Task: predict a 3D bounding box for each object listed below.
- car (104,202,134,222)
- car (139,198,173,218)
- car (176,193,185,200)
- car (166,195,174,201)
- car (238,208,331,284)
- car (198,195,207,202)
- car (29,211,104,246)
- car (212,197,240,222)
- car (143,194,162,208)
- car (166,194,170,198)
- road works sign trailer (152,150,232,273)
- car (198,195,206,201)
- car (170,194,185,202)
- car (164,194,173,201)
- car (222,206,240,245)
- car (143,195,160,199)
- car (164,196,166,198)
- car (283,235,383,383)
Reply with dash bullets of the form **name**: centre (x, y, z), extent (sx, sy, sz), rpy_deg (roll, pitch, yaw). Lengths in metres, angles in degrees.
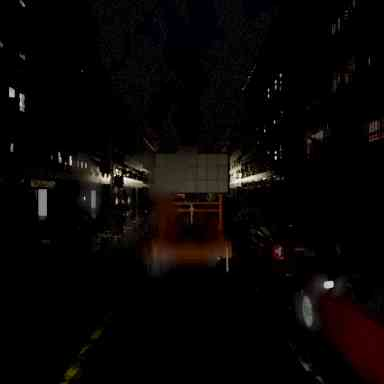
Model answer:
- **car**: centre (-5.718, 1.522, 26.272), extent (1.752, 1.417, 4.829), rpy_deg (0, 0, 0)
- **car**: centre (-3.134, 1.543, 30.144), extent (2.033, 1.411, 5.357), rpy_deg (0, 0, 0)
- **car**: centre (-3.102, 1.187, 90.626), extent (2.150, 2.045, 5.566), rpy_deg (0, 0, 0)
- **car**: centre (-5.788, 1.514, 88.444), extent (1.887, 1.381, 4.507), rpy_deg (0, 0, 0)
- **car**: centre (2.682, 1.440, 9.540), extent (1.967, 1.590, 4.097), rpy_deg (0, 0, 0)
- **car**: centre (2.604, 1.500, 77.346), extent (1.752, 1.417, 4.829), rpy_deg (0, 0, 0)
- **car**: centre (-5.705, 1.565, 15.169), extent (1.947, 1.339, 4.313), rpy_deg (0, 0, 0)
- **car**: centre (2.664, 1.311, 26.449), extent (2.192, 1.841, 5.009), rpy_deg (0, 0, 0)
- **car**: centre (-5.743, 1.304, 48.989), extent (2.192, 1.841, 5.009), rpy_deg (0, 0, 0)
- **car**: centre (-5.775, 1.290, 77.171), extent (2.192, 1.841, 5.009), rpy_deg (0, 0, 0)
- **road works sign trailer**: centre (-0.011, 0.464, 10.669), extent (2.380, 3.560, 2.880), rpy_deg (0, 0, 0)
- **car**: centre (2.592, 1.514, 88.449), extent (1.887, 1.381, 4.507), rpy_deg (0, 0, 0)
- **car**: centre (-3.079, 1.457, 70.070), extent (1.882, 1.535, 5.008), rpy_deg (0, 0, 0)
- **car**: centre (-5.782, 1.412, 82.806), extent (1.967, 1.590, 4.097), rpy_deg (0, 0, 0)
- **car**: centre (2.676, 1.550, 15.175), extent (2.008, 1.369, 4.403), rpy_deg (0, 0, 0)
- **car**: centre (-5.737, 1.431, 43.353), extent (1.967, 1.590, 4.097), rpy_deg (0, 0, 0)
- **car**: centre (-5.751, 1.568, 54.626), extent (1.802, 1.307, 4.206), rpy_deg (0, 0, 0)
- **car**: centre (2.689, 1.545, 3.903), extent (1.887, 1.381, 4.507), rpy_deg (0, 0, 0)
